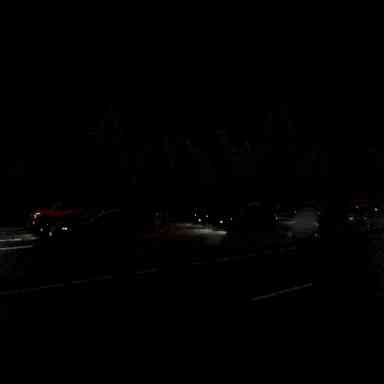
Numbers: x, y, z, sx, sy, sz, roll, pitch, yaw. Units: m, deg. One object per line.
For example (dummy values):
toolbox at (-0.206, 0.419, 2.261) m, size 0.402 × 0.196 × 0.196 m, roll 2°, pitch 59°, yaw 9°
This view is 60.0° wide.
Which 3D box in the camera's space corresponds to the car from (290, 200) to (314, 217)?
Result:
car at (10.944, 1.500, 30.208) m, size 4.892 × 1.490 × 1.837 m, roll 0°, pitch 0°, yaw -35°

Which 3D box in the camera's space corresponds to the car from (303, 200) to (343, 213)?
car at (14.623, 1.595, 37.074) m, size 4.718 × 1.301 × 1.895 m, roll 0°, pitch 0°, yaw -36°

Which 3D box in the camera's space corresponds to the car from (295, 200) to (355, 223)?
car at (10.175, 1.560, 25.383) m, size 4.181 × 1.385 × 1.994 m, roll 0°, pitch 0°, yaw -35°

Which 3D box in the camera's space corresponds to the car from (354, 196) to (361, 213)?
car at (19.435, 1.215, 36.197) m, size 5.566 × 2.045 × 2.150 m, roll 0°, pitch 0°, yaw -35°

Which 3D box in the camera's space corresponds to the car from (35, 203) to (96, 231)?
car at (-5.522, 1.546, 18.532) m, size 5.357 × 1.411 × 2.033 m, roll 0°, pitch 0°, yaw -35°

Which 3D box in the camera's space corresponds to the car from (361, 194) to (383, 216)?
car at (18.745, 1.215, 31.418) m, size 5.566 × 2.045 × 2.150 m, roll 0°, pitch 0°, yaw -36°

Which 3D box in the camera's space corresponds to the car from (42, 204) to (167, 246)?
car at (-3.921, 1.490, 15.330) m, size 4.902 × 1.511 × 2.128 m, roll 0°, pitch 0°, yaw -36°

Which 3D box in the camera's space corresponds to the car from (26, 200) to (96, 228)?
car at (-7.931, 1.351, 21.068) m, size 4.553 × 1.767 × 2.097 m, roll 0°, pitch 0°, yaw -35°

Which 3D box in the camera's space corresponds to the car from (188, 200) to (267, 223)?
car at (2.693, 1.544, 24.358) m, size 5.357 × 1.411 × 2.033 m, roll 0°, pitch 0°, yaw -36°

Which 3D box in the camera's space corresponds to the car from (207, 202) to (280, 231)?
car at (3.324, 1.561, 20.506) m, size 4.181 × 1.385 × 1.994 m, roll 0°, pitch 0°, yaw -35°

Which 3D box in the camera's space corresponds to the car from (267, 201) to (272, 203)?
car at (6.219, 1.521, 31.146) m, size 4.674 × 1.442 × 1.812 m, roll 0°, pitch 0°, yaw -35°

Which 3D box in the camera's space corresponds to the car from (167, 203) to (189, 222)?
car at (-0.909, 1.561, 26.086) m, size 4.181 × 1.385 × 1.994 m, roll 0°, pitch 0°, yaw -36°
